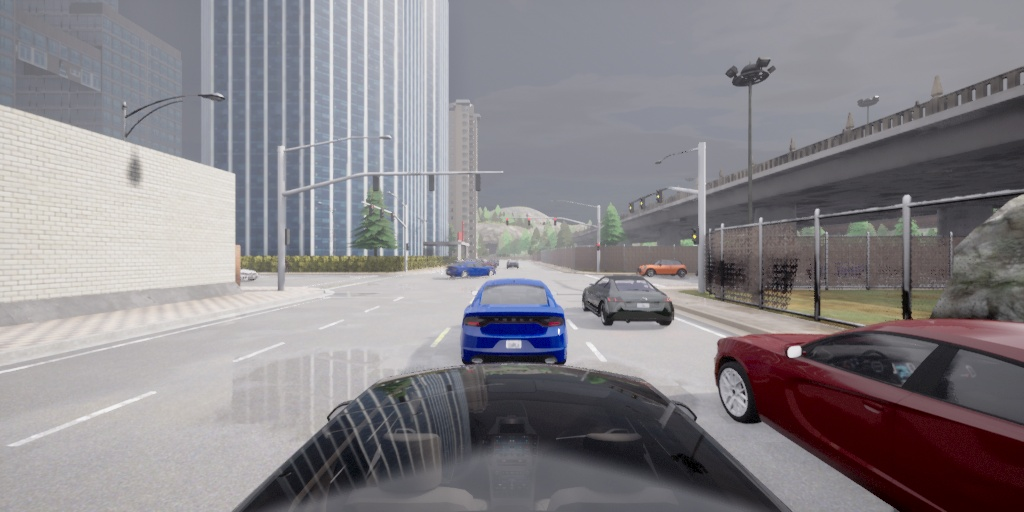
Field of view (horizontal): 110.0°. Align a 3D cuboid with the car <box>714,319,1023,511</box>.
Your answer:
[{"bbox_3d":[3.601,1.227,2.736,1.882,1.535,5.008,0,0,0],"label":"car"}]

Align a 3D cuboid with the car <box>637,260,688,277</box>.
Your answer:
[{"bbox_3d":[14.752,1.149,35.496,4.553,1.767,2.097,0,0,0],"label":"car"}]

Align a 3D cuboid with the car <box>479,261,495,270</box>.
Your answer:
[{"bbox_3d":[-3.593,1.338,51.913,1.895,1.301,4.718,0,0,0],"label":"car"}]

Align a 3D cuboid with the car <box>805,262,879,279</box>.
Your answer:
[{"bbox_3d":[29.080,1.275,32.025,5.008,1.535,1.882,0,0,0],"label":"car"}]

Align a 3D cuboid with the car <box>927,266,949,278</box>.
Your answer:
[{"bbox_3d":[40.172,1.275,32.032,5.008,1.535,1.882,0,0,0],"label":"car"}]

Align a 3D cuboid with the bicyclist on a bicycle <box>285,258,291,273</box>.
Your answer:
[{"bbox_3d":[-25.307,1.096,40.188,0.582,1.620,1.656,0,0,0],"label":"bicyclist on a bicycle"}]

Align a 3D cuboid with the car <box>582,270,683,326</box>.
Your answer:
[{"bbox_3d":[3.573,1.311,11.730,1.994,1.385,4.181,0,0,0],"label":"car"}]

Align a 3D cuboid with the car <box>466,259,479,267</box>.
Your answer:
[{"bbox_3d":[-7.069,1.298,64.795,1.994,1.385,4.181,0,0,-1],"label":"car"}]

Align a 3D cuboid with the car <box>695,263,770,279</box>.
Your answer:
[{"bbox_3d":[19.391,1.345,32.007,5.357,1.411,2.033,0,0,0],"label":"car"}]

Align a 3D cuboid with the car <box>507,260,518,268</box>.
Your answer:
[{"bbox_3d":[0.100,1.336,59.429,1.895,1.301,4.718,0,0,0],"label":"car"}]

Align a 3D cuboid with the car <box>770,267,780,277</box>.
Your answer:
[{"bbox_3d":[23.733,1.398,35.516,4.718,1.301,1.895,0,0,0],"label":"car"}]

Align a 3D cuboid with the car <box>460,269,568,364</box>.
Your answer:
[{"bbox_3d":[0.052,1.226,8.069,1.882,1.535,5.008,0,0,1],"label":"car"}]

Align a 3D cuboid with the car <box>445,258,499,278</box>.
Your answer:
[{"bbox_3d":[-3.744,1.250,32.928,5.008,1.535,1.882,0,1,-44],"label":"car"}]

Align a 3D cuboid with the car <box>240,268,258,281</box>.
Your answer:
[{"bbox_3d":[-22.641,1.325,28.232,4.674,1.442,1.812,0,0,0],"label":"car"}]

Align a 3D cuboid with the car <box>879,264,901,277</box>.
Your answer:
[{"bbox_3d":[35.265,1.398,35.537,4.718,1.301,1.895,0,0,0],"label":"car"}]
